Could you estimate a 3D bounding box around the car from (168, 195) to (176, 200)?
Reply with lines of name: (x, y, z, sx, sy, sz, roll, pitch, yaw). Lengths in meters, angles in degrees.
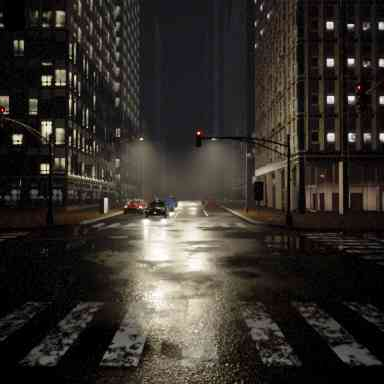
car: (-5.735, 1.605, 95.105, 1.947, 1.339, 4.313, 1, 0, 0)

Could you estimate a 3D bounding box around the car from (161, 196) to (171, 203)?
car: (-5.720, 1.573, 72.804, 1.887, 1.381, 4.507, 1, 0, 0)

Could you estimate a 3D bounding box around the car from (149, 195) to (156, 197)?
car: (-5.699, 1.332, 44.929, 2.192, 1.841, 5.009, 1, 0, 0)

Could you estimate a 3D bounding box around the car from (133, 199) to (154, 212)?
car: (-5.701, 1.597, 39.354, 1.802, 1.307, 4.206, 1, 0, 0)

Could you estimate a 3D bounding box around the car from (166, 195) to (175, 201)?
car: (-5.731, 1.587, 89.530, 2.008, 1.369, 4.403, 1, 0, 0)

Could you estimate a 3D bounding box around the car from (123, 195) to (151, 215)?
car: (-5.694, 1.453, 33.778, 1.967, 1.590, 4.097, 1, 0, 0)

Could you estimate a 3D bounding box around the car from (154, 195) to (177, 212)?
car: (-3.121, 1.493, 39.867, 1.882, 1.535, 5.008, 0, 0, 0)

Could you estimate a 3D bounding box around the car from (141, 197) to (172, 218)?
car: (-3.117, 1.516, 30.362, 1.837, 1.490, 4.892, 0, 0, 0)

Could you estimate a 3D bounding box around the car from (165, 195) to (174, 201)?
car: (-5.727, 1.578, 83.955, 1.887, 1.381, 4.507, 1, 0, 0)

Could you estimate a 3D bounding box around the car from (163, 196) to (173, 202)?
car: (-5.724, 1.582, 78.380, 2.008, 1.369, 4.403, 1, 0, 0)

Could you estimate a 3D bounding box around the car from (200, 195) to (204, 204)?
car: (2.671, 1.547, 56.322, 1.752, 1.417, 4.829, 1, 0, 0)

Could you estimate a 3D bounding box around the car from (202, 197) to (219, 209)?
car: (2.676, 1.599, 44.996, 1.802, 1.307, 4.206, 1, 0, 0)

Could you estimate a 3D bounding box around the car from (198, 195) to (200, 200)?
car: (2.666, 1.590, 61.729, 1.947, 1.339, 4.313, 1, 0, 0)
